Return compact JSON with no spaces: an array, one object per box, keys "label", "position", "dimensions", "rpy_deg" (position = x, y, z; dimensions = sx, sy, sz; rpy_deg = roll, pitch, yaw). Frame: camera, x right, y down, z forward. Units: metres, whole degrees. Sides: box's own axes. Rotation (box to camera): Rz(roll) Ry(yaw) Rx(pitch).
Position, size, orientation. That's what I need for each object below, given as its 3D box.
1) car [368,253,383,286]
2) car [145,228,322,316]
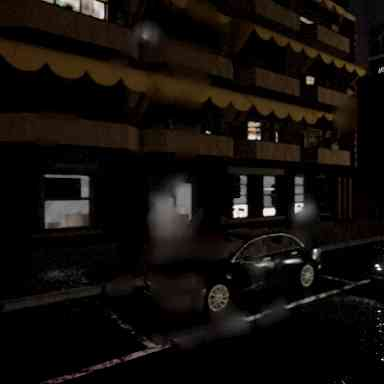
[{"label":"car","position":[6.397,1.478,7.942],"dimensions":[5.357,1.411,2.033],"rpy_deg":[0,0,-35]},{"label":"car","position":[1.084,1.515,7.338],"dimensions":[4.403,1.369,2.008],"rpy_deg":[-1,0,-36]}]
